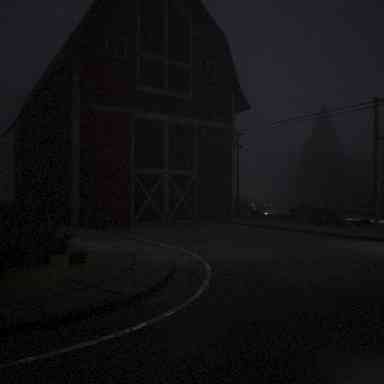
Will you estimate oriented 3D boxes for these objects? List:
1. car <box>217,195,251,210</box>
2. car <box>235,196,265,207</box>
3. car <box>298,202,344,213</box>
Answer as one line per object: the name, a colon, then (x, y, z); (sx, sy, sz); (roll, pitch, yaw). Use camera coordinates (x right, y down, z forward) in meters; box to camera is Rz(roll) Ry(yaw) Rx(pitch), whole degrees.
car: (5.598, 1.380, 45.018); (2.097, 1.767, 4.553); (0, 0, -34)
car: (6.167, 1.379, 37.650); (2.097, 1.767, 4.553); (0, 0, -34)
car: (11.274, 1.627, 30.210); (1.895, 1.301, 4.718); (0, 0, -34)
